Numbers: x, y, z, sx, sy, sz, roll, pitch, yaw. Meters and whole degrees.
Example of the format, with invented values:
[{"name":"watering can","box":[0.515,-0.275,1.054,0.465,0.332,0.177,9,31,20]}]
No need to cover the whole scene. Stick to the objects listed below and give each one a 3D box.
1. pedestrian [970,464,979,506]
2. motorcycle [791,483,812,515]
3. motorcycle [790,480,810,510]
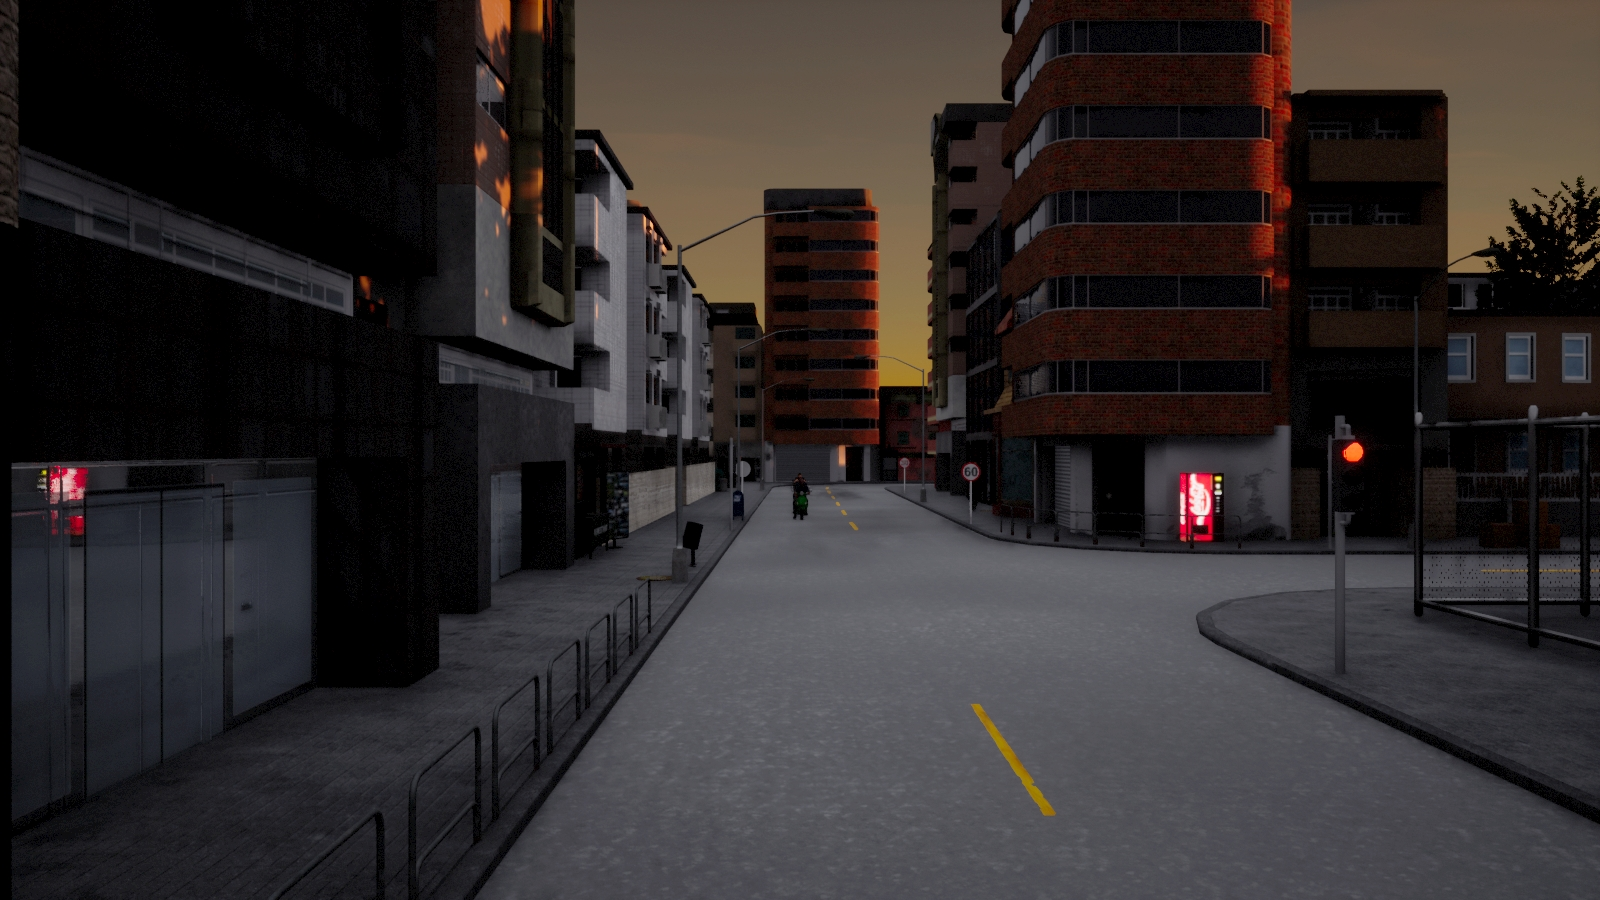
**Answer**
[{"name":"pedestrian","box":[7.681,1.533,50.329,0.375,1.860,0.375,0,0,13]},{"name":"motorcycle","box":[0.063,1.970,46.521,0.856,1.236,1.805,0,0,0]},{"name":"motorcycle","box":[0.019,1.970,50.389,0.856,1.236,1.805,0,0,0]}]
